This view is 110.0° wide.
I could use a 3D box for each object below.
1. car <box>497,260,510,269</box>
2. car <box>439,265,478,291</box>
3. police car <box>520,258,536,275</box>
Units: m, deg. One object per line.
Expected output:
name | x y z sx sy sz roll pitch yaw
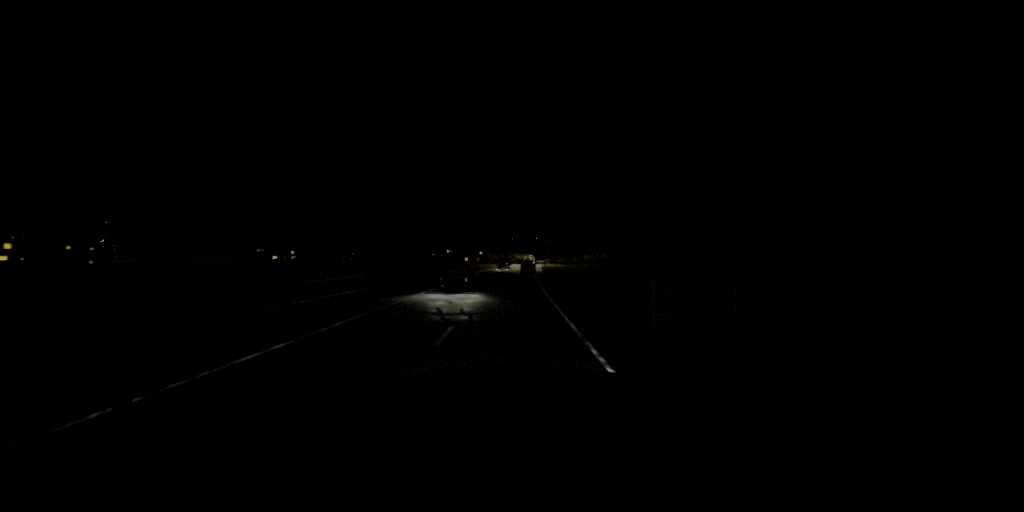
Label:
car | -1.514 1.446 63.835 2.097 1.767 4.553 0 0 4
car | -3.354 1.352 23.101 1.882 1.535 5.008 0 0 1
police car | 1.950 1.427 43.674 1.930 1.638 5.238 0 0 3
